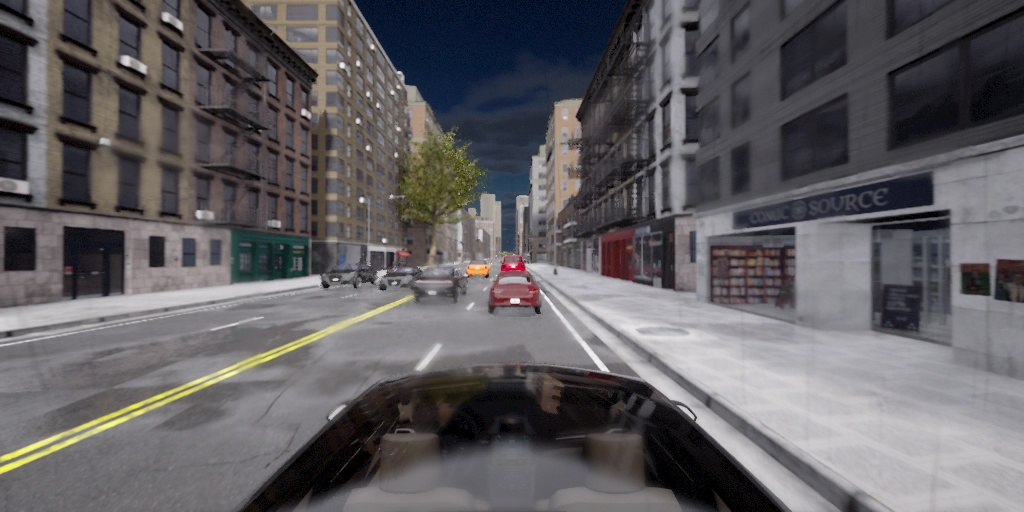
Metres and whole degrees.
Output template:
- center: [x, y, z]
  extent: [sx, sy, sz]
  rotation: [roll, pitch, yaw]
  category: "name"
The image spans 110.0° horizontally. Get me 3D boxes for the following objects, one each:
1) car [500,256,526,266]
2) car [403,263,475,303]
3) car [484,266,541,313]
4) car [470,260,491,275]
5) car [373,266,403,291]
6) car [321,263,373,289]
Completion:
- center: [0.100, 0.984, 32.148]
  extent: [2.150, 2.045, 5.566]
  rotation: [0, 0, 0]
  category: "car"
- center: [-3.149, 1.245, 16.632]
  extent: [2.128, 1.511, 4.902]
  rotation: [0, 0, 0]
  category: "car"
- center: [0.100, 1.279, 13.848]
  extent: [1.812, 1.442, 4.674]
  rotation: [0, 0, 0]
  category: "car"
- center: [-3.149, 1.116, 34.630]
  extent: [2.097, 1.767, 4.553]
  rotation: [0, 0, 0]
  category: "car"
- center: [-6.500, 1.322, 21.769]
  extent: [1.994, 1.385, 4.181]
  rotation: [0, 0, 0]
  category: "car"
- center: [-9.749, 1.115, 21.770]
  extent: [1.994, 1.385, 4.181]
  rotation: [0, 0, 0]
  category: "car"
